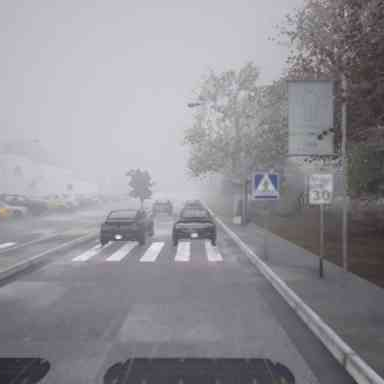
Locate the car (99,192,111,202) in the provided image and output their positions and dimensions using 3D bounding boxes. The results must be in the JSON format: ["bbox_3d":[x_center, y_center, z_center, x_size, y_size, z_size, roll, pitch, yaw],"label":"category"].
[{"bbox_3d":[-16.812,1.263,56.032,5.008,1.535,2.097,-1,1,-20],"label":"car"}]

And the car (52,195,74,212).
[{"bbox_3d":[-16.659,1.462,38.081,5.366,1.575,1.946,-1,0,-20],"label":"car"}]

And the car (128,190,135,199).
[{"bbox_3d":[-16.833,0.720,77.016,5.566,2.045,2.435,-1,1,-20],"label":"car"}]

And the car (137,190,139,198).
[{"bbox_3d":[-16.834,0.755,86.030,4.553,1.767,2.185,-1,0,-20],"label":"car"}]

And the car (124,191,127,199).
[{"bbox_3d":[-16.637,1.077,68.102,5.366,1.575,1.946,-1,1,-20],"label":"car"}]

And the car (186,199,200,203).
[{"bbox_3d":[0.101,1.505,33.673,1.837,1.490,4.892,0,0,0],"label":"car"}]

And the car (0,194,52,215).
[{"bbox_3d":[-16.812,1.248,32.026,5.566,2.045,2.435,-1,0,-20],"label":"car"}]

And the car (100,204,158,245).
[{"bbox_3d":[-2.900,1.517,15.527,1.837,1.490,4.892,0,0,0],"label":"car"}]

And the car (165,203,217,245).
[{"bbox_3d":[0.100,1.503,15.590,2.128,1.511,4.902,0,0,0],"label":"car"}]

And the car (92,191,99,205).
[{"bbox_3d":[-16.855,1.222,50.020,4.553,1.767,2.185,-1,1,-20],"label":"car"}]

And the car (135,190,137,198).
[{"bbox_3d":[-16.773,0.781,83.044,4.553,1.767,2.185,-1,1,-20],"label":"car"}]

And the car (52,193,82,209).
[{"bbox_3d":[-16.858,1.194,41.007,5.566,2.045,2.435,-1,1,-20],"label":"car"}]

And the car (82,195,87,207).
[{"bbox_3d":[-16.853,1.447,44.008,4.792,1.488,2.163,-1,1,-20],"label":"car"}]

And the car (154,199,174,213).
[{"bbox_3d":[-2.900,1.492,33.586,2.128,1.511,4.902,0,0,0],"label":"car"}]

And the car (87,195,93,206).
[{"bbox_3d":[-16.828,1.428,47.033,4.674,1.452,2.002,-1,0,-20],"label":"car"}]

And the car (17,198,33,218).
[{"bbox_3d":[-16.841,1.544,29.007,4.674,1.452,2.002,-1,0,-20],"label":"car"}]

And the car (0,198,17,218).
[{"bbox_3d":[-17.010,1.508,25.934,5.366,1.575,1.946,-1,0,-20],"label":"car"}]

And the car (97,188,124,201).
[{"bbox_3d":[-16.793,0.875,65.047,5.566,2.045,2.435,-1,1,-20],"label":"car"}]

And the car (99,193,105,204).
[{"bbox_3d":[-16.824,1.347,53.032,4.674,1.452,2.002,-1,1,-20],"label":"car"}]

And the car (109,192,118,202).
[{"bbox_3d":[-16.789,1.200,62.048,4.792,1.488,2.163,-1,1,-20],"label":"car"}]
